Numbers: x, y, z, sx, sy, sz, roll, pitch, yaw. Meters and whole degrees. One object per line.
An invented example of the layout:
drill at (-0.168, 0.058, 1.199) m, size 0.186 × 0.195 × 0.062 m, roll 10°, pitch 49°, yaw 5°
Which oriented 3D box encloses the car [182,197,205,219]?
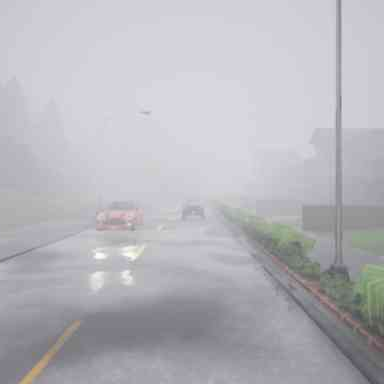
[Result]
car at (0.104, 1.424, 28.174) m, size 1.812 × 1.442 × 4.674 m, roll 0°, pitch 0°, yaw 0°

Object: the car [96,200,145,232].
car at (-4.097, 1.281, 19.583) m, size 2.097 × 1.767 × 4.553 m, roll 0°, pitch 0°, yaw 0°

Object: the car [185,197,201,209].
car at (0.116, 1.389, 44.189) m, size 2.033 × 1.411 × 5.357 m, roll 0°, pitch 0°, yaw 0°
